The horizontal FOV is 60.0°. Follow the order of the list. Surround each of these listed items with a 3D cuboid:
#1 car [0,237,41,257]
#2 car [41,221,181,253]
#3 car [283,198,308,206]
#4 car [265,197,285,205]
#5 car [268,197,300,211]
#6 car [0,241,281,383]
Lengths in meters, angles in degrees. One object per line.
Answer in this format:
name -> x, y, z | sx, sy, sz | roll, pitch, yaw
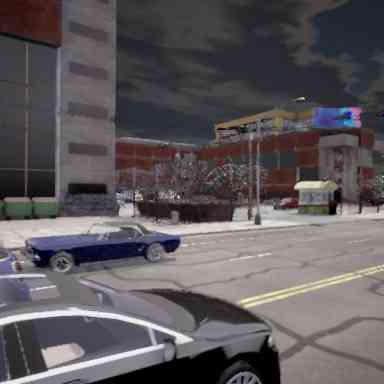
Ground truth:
car -> -4.903, 1.341, 4.789 | 4.553, 1.767, 2.097 | 1, 0, -36
car -> -2.774, 1.629, 10.618 | 4.718, 1.301, 1.895 | 1, 0, -36
car -> 19.806, 1.824, 63.556 | 4.674, 1.452, 2.002 | 1, 0, -36
car -> 16.894, 1.856, 67.552 | 3.806, 1.475, 1.970 | 1, 0, -36
car -> 12.926, 1.531, 44.485 | 4.553, 1.767, 2.185 | 1, 0, -36
car -> -1.301, 1.494, 2.823 | 4.902, 1.511, 2.128 | 1, 0, -35
